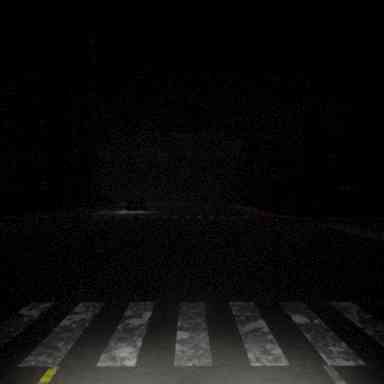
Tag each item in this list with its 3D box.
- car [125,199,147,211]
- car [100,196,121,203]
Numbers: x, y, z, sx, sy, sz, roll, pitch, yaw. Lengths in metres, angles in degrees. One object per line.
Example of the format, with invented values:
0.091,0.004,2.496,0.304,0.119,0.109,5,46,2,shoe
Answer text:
-6.780,1.557,40.754,1.812,1.442,4.674,0,1,4,car
-16.253,1.485,65.957,4.902,1.511,2.128,0,0,36,car
